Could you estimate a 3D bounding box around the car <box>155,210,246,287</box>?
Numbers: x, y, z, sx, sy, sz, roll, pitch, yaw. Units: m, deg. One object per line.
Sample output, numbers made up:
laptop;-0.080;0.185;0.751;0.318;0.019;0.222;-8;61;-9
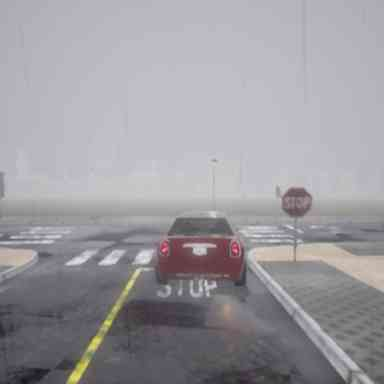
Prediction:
car;0.350;1.308;9.436;2.097;1.767;4.553;0;0;5
